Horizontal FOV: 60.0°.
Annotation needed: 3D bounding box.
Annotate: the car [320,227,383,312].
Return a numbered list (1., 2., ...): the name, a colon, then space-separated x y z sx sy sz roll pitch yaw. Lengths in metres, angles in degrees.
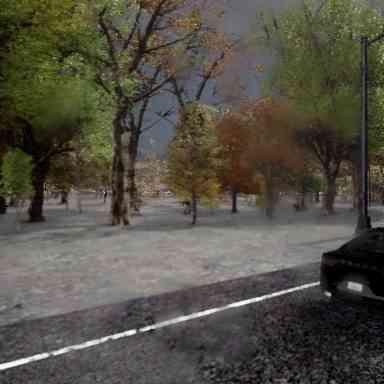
1. car: 4.842 1.492 7.207 5.008 1.535 1.882 0 0 -36
